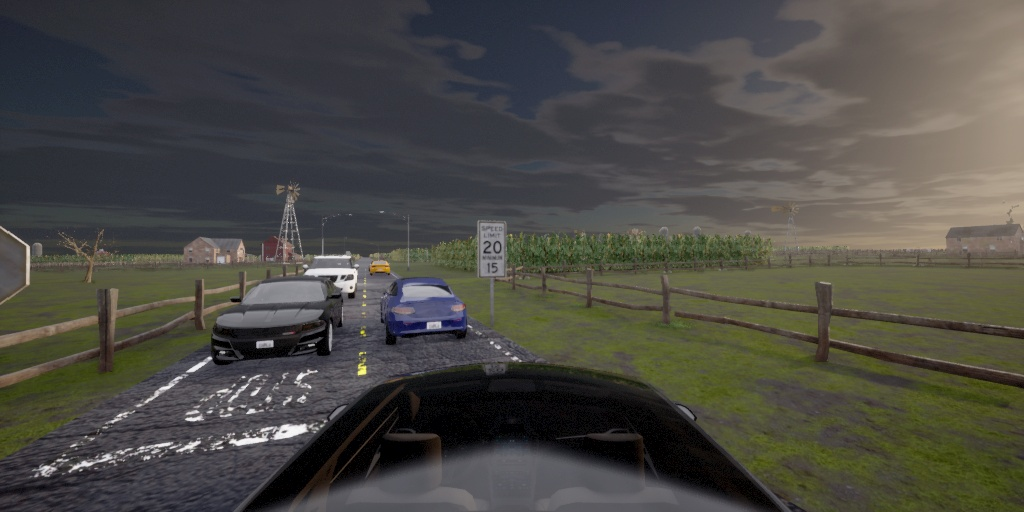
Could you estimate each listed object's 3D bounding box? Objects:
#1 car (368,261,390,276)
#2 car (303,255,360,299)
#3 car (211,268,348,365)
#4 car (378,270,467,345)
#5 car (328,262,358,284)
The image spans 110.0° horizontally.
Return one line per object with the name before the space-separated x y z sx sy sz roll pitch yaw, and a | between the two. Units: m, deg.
car | -14.140 1.232 38.337 1.882 1.535 5.008 0 0 -21
car | -9.001 0.975 18.030 2.150 2.045 5.566 0 0 -22
car | -5.119 1.229 8.420 1.882 1.535 5.008 0 0 -22
car | -2.488 1.278 9.589 1.812 1.442 4.674 0 0 -22
car | -12.997 1.260 27.861 1.837 1.490 4.892 0 0 -22
